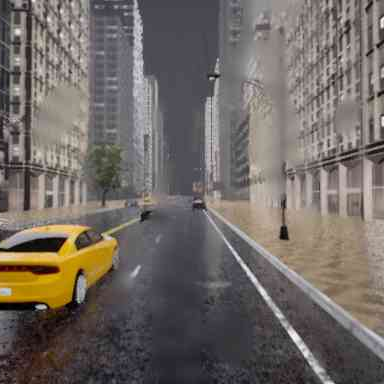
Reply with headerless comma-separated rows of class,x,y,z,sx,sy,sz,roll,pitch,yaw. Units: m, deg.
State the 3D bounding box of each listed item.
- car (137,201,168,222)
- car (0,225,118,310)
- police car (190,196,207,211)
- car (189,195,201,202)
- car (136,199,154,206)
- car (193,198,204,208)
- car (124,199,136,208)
car,-3.140,1.748,28.207,1.994,1.385,4.181,0,0,0
car,-3.136,1.531,8.032,1.882,1.535,5.008,0,0,0
police car,0.989,1.721,45.228,1.930,1.638,5.238,0,0,0
car,0.995,1.626,61.152,2.150,2.045,5.566,0,0,0
car,-6.561,1.801,49.527,1.882,1.535,5.008,0,0,0
car,0.993,1.818,55.309,1.801,1.575,5.366,0,0,0
car,-9.787,1.847,54.406,2.128,1.511,4.902,0,0,0
